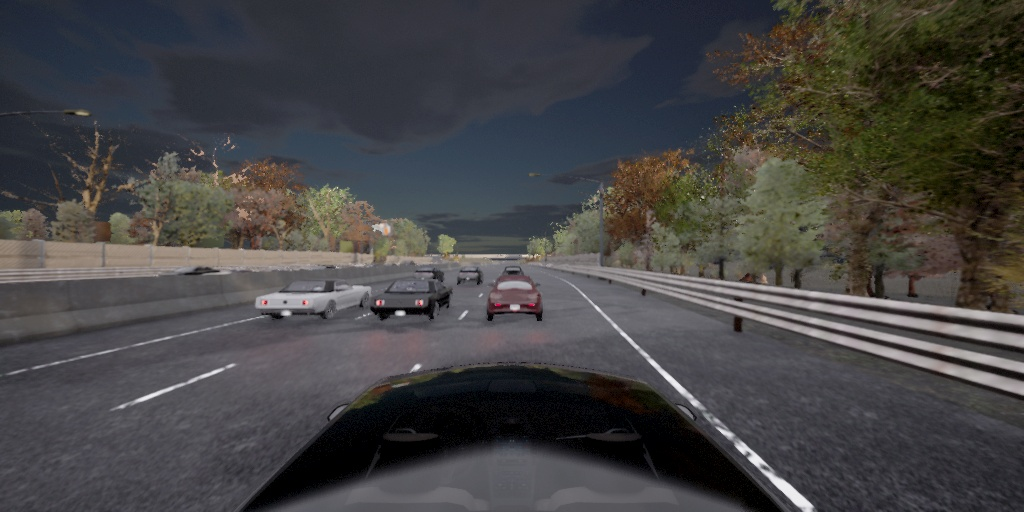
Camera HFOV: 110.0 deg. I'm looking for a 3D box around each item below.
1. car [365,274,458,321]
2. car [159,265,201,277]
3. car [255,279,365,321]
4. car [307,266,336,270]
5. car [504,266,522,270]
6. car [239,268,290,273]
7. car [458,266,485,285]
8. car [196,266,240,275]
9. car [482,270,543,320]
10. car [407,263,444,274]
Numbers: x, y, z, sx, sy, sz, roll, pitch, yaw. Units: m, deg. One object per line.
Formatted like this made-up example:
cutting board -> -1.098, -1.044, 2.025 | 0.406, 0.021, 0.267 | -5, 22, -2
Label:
car -> -3.407, 1.491, 13.190 | 1.895, 1.301, 4.718 | 0, -1, 0
car -> -27.929, 1.594, 31.283 | 1.882, 1.535, 5.008 | 0, -1, -1
car -> -6.907, 1.491, 13.212 | 1.895, 1.301, 4.718 | 0, -1, 0
car -> -17.604, 1.642, 32.845 | 1.837, 1.490, 4.892 | 0, -1, 0
car -> 0.089, 1.608, 30.158 | 1.837, 1.490, 4.892 | 0, -1, 0
car -> -21.106, 1.722, 31.645 | 1.895, 1.301, 4.718 | 0, -1, 0
car -> -3.411, 1.594, 30.117 | 2.128, 1.511, 4.902 | 0, -1, 0
car -> -24.606, 1.722, 31.626 | 1.895, 1.301, 4.718 | 0, -1, 0
car -> 0.091, 1.415, 13.134 | 1.812, 1.442, 4.674 | 0, -1, 0
car -> -6.911, 1.594, 30.122 | 2.128, 1.511, 4.902 | 0, -1, 0
